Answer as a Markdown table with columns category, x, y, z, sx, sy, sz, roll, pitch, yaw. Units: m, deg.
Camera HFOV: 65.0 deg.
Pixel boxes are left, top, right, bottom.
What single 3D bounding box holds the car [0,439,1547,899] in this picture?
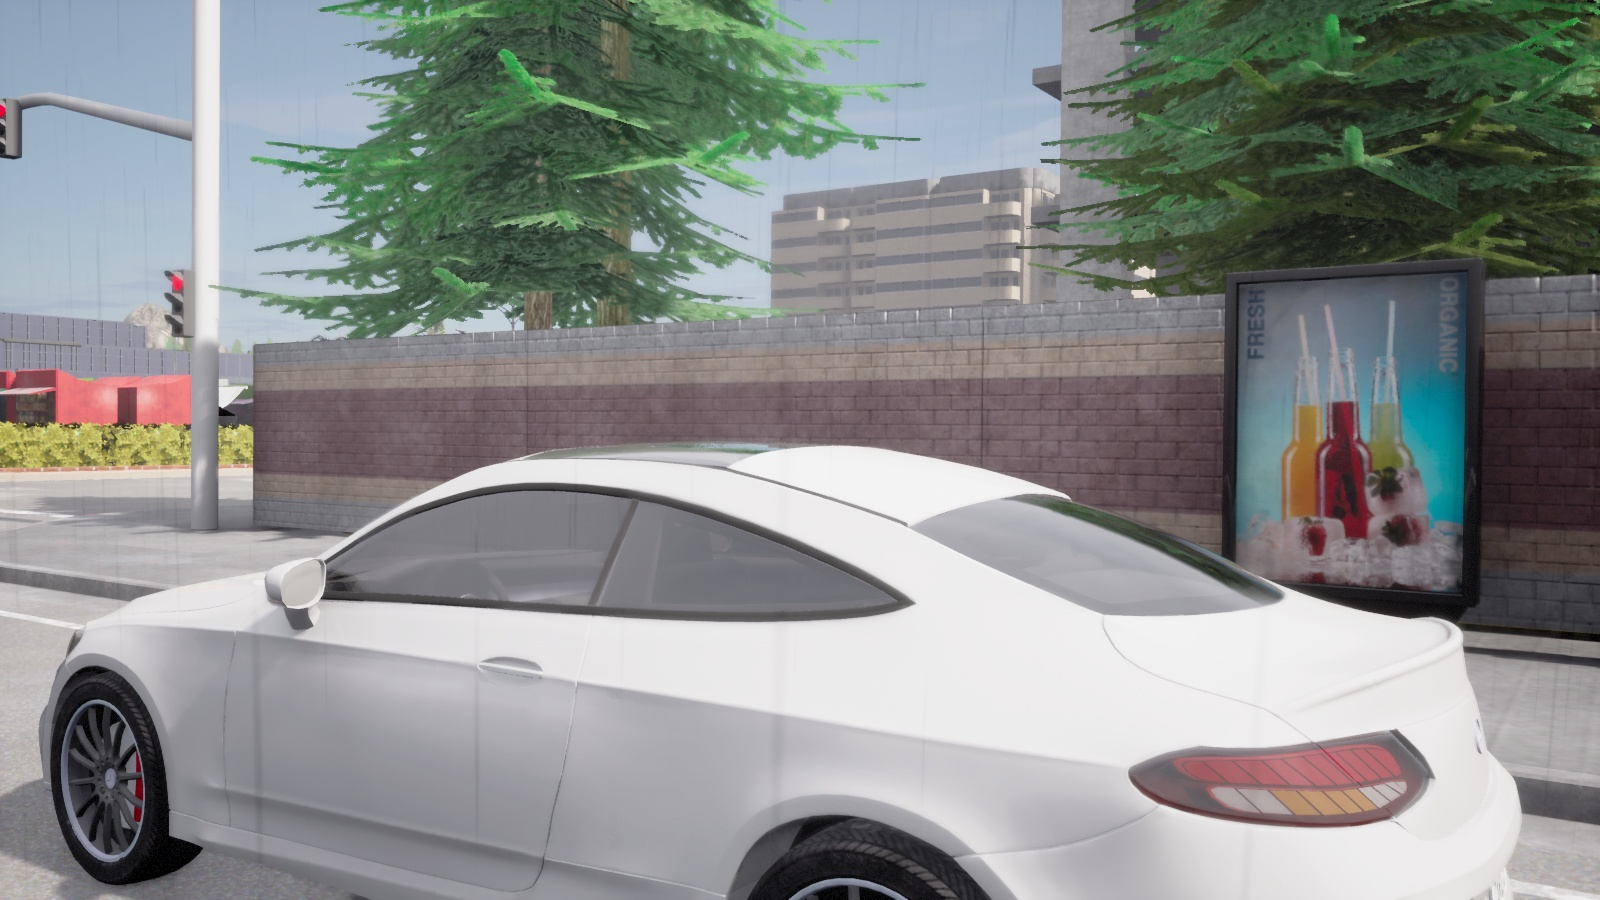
| category | x | y | z | sx | sy | sz | roll | pitch | yaw |
| --- | --- | --- | --- | --- | --- | --- | --- | --- | --- |
| car | -0.437 | 0.708 | 3.913 | 4.674 | 1.442 | 1.812 | 0 | 1 | 33 |
